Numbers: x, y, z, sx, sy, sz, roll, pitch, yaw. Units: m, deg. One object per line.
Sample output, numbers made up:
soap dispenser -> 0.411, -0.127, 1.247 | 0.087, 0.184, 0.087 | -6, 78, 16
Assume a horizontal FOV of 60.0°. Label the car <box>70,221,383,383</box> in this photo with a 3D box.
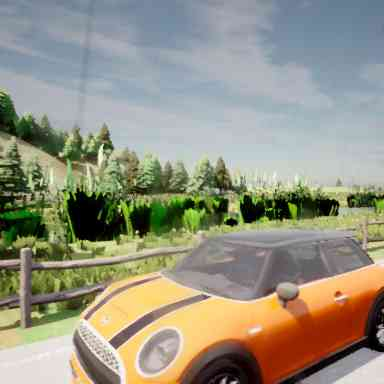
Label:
car -> 0.797, 1.354, 4.553 | 4.553, 1.767, 2.097 | 0, 0, -35
